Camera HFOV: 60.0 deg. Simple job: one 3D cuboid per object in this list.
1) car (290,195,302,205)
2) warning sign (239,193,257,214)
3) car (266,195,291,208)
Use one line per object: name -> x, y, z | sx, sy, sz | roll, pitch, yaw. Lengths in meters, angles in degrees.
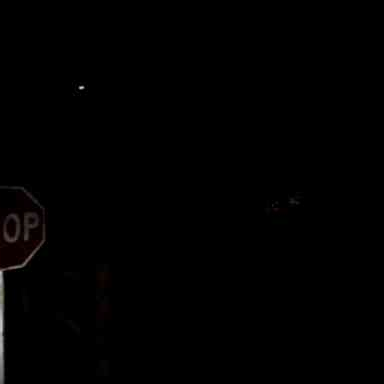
car -> 16.830, 1.262, 54.952 | 2.097, 1.767, 4.553 | -1, 0, 31
warning sign -> 5.090, 1.079, 30.443 | 1.300, 1.860, 1.060 | -1, -1, 31
car -> 11.987, 1.537, 46.707 | 1.895, 1.301, 4.718 | -1, 0, 31
